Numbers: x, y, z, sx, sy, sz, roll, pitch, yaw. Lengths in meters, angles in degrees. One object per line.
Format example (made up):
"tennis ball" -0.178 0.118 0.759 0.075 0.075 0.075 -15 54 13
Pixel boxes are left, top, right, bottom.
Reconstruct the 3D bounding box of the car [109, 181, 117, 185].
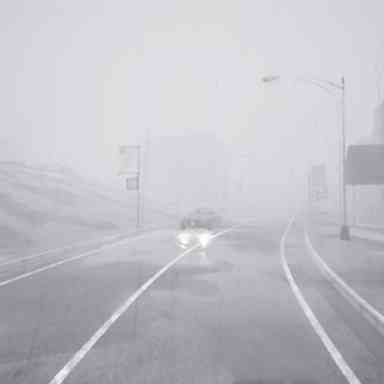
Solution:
"car" -17.166 -1.398 66.439 2.002 1.452 4.674 0 -4 3

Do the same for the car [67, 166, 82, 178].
"car" -18.535 -2.628 49.951 2.435 2.045 5.566 0 -3 7

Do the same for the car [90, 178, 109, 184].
"car" -17.519 -1.733 60.918 2.002 1.452 4.674 0 -3 5

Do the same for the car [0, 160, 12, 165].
"car" -20.970 -3.086 33.468 2.002 1.452 4.674 0 -2 11

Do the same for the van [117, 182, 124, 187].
"van" -16.887 -1.297 72.109 1.878 1.987 4.442 0 -4 3

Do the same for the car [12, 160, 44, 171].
"car" -20.064 -2.901 38.810 2.231 1.521 4.892 0 -2 10

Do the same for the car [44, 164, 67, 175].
"car" -19.247 -2.775 44.386 2.185 1.767 4.553 0 -3 8

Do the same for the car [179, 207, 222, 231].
"car" 0.650 1.695 21.462 1.994 1.385 4.181 0 -1 18
